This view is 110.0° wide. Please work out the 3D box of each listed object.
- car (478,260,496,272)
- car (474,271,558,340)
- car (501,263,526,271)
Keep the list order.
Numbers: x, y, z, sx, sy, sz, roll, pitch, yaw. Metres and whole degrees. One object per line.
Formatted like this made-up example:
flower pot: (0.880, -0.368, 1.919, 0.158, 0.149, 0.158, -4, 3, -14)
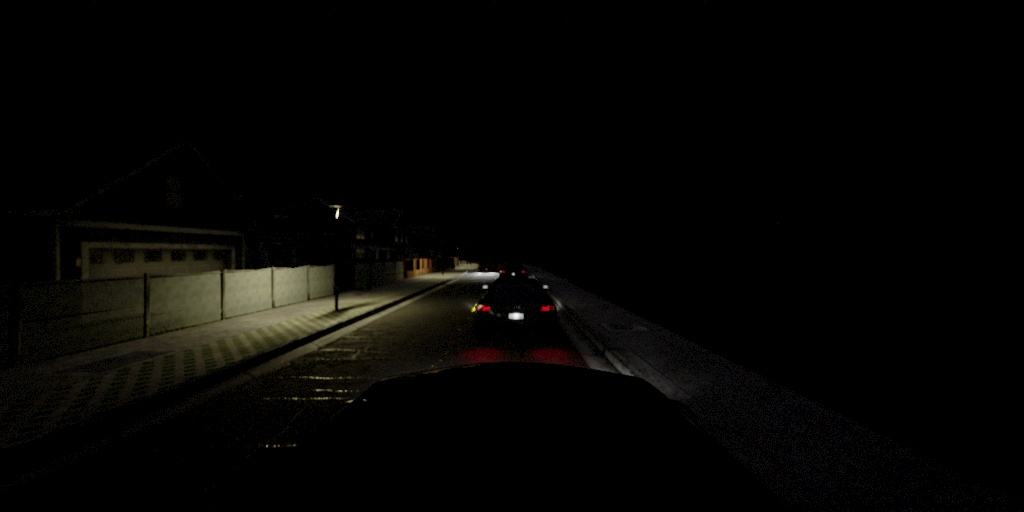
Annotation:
car: (-2.866, 1.146, 42.176, 1.895, 1.301, 4.718, 0, 0, 0)
car: (0.096, 1.273, 9.855, 1.994, 1.385, 4.181, 0, 0, 0)
car: (0.091, 1.190, 26.499, 1.994, 1.385, 4.181, 0, 0, 0)
